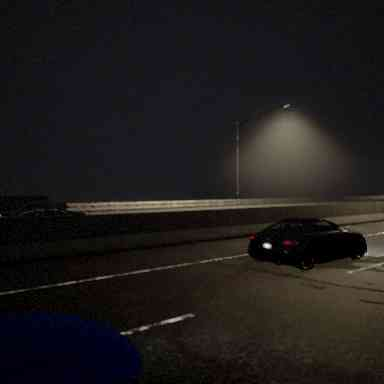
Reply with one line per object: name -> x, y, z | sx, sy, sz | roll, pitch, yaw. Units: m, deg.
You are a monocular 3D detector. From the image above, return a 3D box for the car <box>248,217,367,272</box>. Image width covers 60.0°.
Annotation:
car -> 3.799, 1.517, 10.756 | 4.181, 1.385, 1.994 | 0, 0, -35

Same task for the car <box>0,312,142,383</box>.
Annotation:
car -> -2.663, 1.484, 1.847 | 5.008, 1.535, 1.882 | 0, 0, -35

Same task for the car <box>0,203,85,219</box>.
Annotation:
car -> -7.529, 1.476, 15.818 | 4.902, 1.511, 2.128 | 0, 0, -35

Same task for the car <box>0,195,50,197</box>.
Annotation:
car -> -11.767, 1.207, 21.394 | 5.566, 2.045, 2.150 | 0, 0, -35

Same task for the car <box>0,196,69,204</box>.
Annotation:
car -> -9.030, 1.333, 19.046 | 4.553, 1.767, 2.097 | 0, 0, -35
